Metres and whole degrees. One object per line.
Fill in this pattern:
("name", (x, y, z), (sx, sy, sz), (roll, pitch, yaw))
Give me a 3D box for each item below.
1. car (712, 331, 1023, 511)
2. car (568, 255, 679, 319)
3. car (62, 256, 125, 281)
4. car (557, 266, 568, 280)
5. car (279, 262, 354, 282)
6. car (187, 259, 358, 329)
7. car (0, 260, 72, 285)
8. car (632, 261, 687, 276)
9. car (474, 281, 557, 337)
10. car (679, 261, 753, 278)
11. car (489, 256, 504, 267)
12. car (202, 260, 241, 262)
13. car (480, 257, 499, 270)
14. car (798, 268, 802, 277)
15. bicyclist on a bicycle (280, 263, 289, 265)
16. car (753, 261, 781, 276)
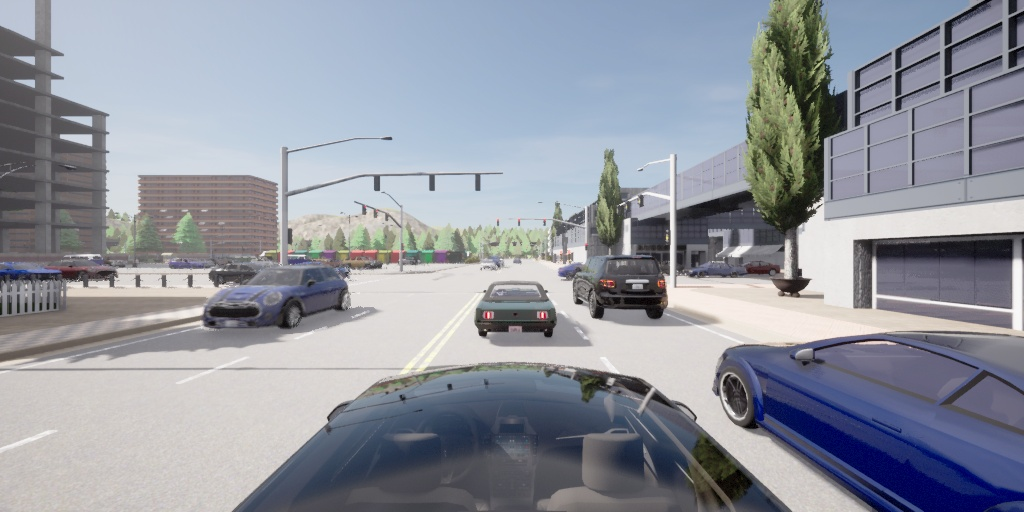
("car", (3.606, 1.314, 2.996), (1.994, 1.385, 4.181), (0, 0, 0))
("car", (3.625, 0.971, 12.961), (2.150, 2.045, 5.566), (0, 0, 1))
("car", (-34.838, 1.101, 28.919), (4.553, 1.767, 2.097), (0, 0, 0))
("car", (6.056, 1.275, 29.456), (4.674, 1.442, 1.812), (0, 0, -1))
("car", (-15.653, 1.228, 28.873), (5.008, 1.535, 1.882), (0, 0, 0))
("car", (-6.976, 1.102, 11.208), (2.097, 1.767, 4.553), (0, 0, 1))
("car", (-35.063, 1.227, 25.418), (5.008, 1.535, 1.882), (0, 0, 0))
("car", (15.010, 1.255, 36.663), (4.892, 1.490, 1.837), (0, 0, 1))
("car", (0.105, 1.351, 10.236), (1.895, 1.301, 4.718), (0, 0, 1))
("car", (18.698, 1.297, 33.130), (5.357, 1.411, 2.033), (0, 0, 1))
("car", (-3.157, 0.971, 61.347), (2.150, 2.045, 5.566), (0, 0, 2))
("car", (-18.582, 1.252, 25.375), (4.892, 1.490, 1.837), (1, 0, 0))
("car", (-3.430, 1.276, 51.503), (1.812, 1.442, 4.674), (0, 0, 3))
("car", (28.340, 1.351, 33.041), (4.718, 1.301, 1.895), (0, 0, 0))
("bicyclist on a bicycle", (-25.259, 1.052, 39.874), (0.582, 1.620, 1.656), (0, 0, 0))
("car", (24.497, 1.228, 36.576), (5.008, 1.535, 1.882), (0, 0, 1))
